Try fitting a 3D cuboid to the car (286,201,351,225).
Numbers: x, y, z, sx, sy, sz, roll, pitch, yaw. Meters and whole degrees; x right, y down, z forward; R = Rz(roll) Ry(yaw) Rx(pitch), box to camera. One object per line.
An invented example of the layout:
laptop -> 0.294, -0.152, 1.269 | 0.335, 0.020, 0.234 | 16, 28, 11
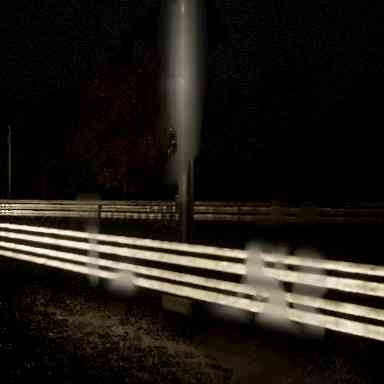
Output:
car -> 9.313, 1.421, 24.752 | 4.553, 1.767, 2.097 | 0, 0, 16
